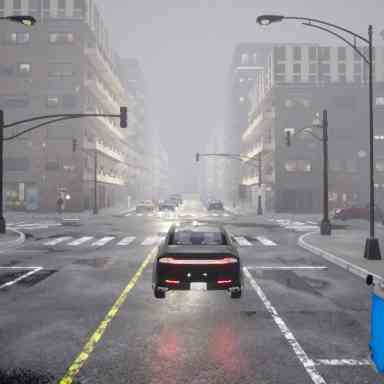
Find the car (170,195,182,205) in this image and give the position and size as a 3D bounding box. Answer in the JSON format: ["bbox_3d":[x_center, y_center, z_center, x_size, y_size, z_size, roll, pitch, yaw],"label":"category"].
[{"bbox_3d":[-2.961,1.544,50.813,1.812,1.442,4.674,0,0,0],"label":"car"}]

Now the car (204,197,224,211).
[{"bbox_3d":[2.807,1.580,39.911,1.947,1.339,4.313,1,0,0],"label":"car"}]

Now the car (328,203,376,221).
[{"bbox_3d":[13.715,1.608,28.068,4.097,1.590,1.967,0,-1,1],"label":"car"}]

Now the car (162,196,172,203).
[{"bbox_3d":[-5.485,1.575,73.789,1.887,1.381,4.507,1,0,0],"label":"car"}]

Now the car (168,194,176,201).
[{"bbox_3d":[-5.439,1.480,90.717,1.967,1.590,4.097,1,0,0],"label":"car"}]

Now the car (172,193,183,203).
[{"bbox_3d":[-2.902,1.245,61.551,2.150,2.045,5.566,0,0,1],"label":"car"}]

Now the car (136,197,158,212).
[{"bbox_3d":[-5.573,1.539,39.763,1.752,1.417,4.829,1,0,0],"label":"car"}]

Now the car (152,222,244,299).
[{"bbox_3d":[0.123,1.494,8.454,2.128,1.511,4.902,0,0,0],"label":"car"}]

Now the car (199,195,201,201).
[{"bbox_3d":[2.881,1.552,68.294,1.752,1.417,4.829,1,0,0],"label":"car"}]

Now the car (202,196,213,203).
[{"bbox_3d":[2.821,1.567,45.554,2.008,1.369,4.403,1,0,0],"label":"car"}]

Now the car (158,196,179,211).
[{"bbox_3d":[-2.995,1.562,40.910,2.033,1.411,5.357,0,0,0],"label":"car"}]

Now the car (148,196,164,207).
[{"bbox_3d":[-5.542,1.459,51.218,1.967,1.590,4.097,1,0,0],"label":"car"}]

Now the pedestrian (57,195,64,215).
[{"bbox_3d":[-12.457,1.217,31.392,0.375,1.860,0.375,0,-1,1],"label":"pedestrian"}]

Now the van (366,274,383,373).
[{"bbox_3d":[2.679,1.342,1.965,1.690,1.788,3.998,1,0,0],"label":"van"}]

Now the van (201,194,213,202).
[{"bbox_3d":[2.854,1.362,56.838,1.690,1.788,3.998,1,0,0],"label":"van"}]

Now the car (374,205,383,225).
[{"bbox_3d":[13.590,1.583,19.687,4.313,1.339,1.947,0,-1,1],"label":"car"}]

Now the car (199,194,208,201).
[{"bbox_3d":[2.928,1.352,85.051,2.192,1.841,5.009,1,0,0],"label":"car"}]
